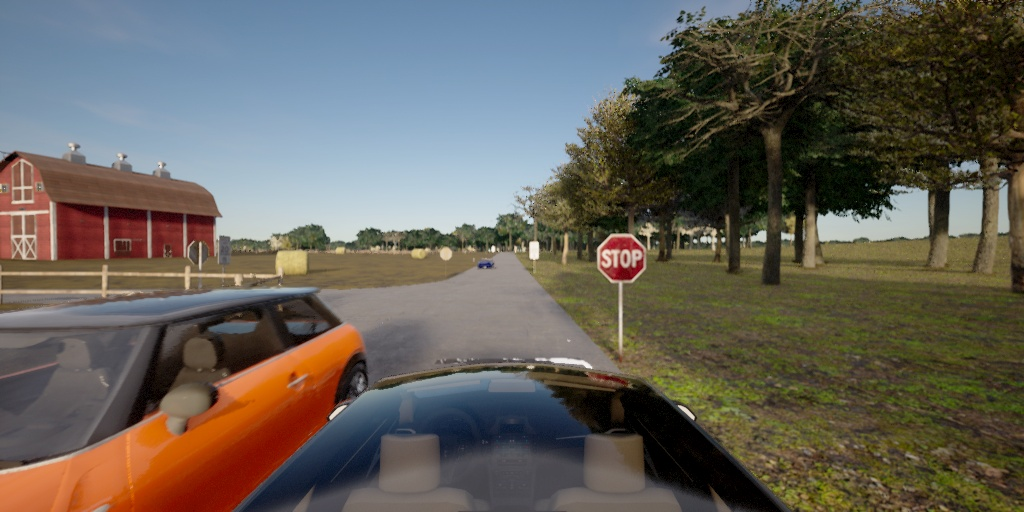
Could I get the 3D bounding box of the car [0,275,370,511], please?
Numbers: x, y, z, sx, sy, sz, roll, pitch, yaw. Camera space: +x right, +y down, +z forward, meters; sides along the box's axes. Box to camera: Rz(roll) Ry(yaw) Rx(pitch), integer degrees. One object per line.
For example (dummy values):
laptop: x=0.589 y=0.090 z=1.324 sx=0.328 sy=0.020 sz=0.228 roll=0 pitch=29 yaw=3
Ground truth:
car: x=-2.753 y=1.096 z=2.408 sx=2.097 sy=1.767 sz=4.553 roll=0 pitch=0 yaw=0

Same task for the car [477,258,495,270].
car: x=-3.019 y=0.887 z=41.987 sx=1.895 sy=1.301 sz=4.718 roll=0 pitch=1 yaw=0
